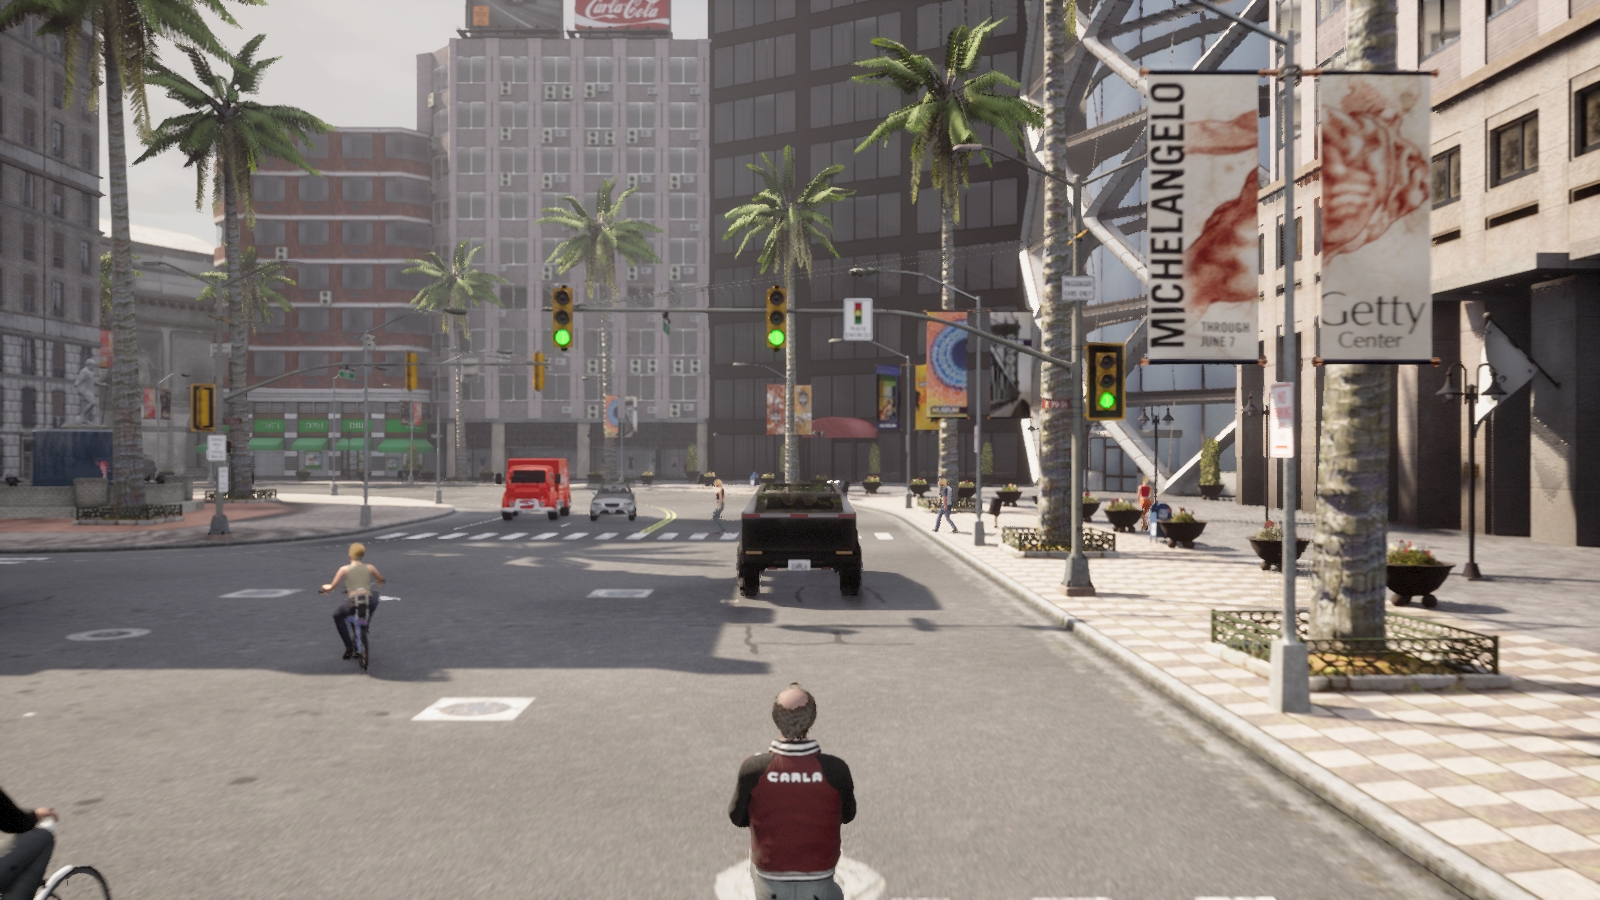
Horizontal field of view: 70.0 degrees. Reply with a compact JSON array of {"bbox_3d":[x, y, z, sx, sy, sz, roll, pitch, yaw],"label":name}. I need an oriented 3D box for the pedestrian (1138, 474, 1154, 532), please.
[{"bbox_3d":[11.250,1.704,37.130,0.375,1.860,0.375,0,0,-5],"label":"pedestrian"}]

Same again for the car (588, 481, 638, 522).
[{"bbox_3d":[-7.538,2.069,46.463,1.816,1.474,4.193,0,0,-7],"label":"car"}]

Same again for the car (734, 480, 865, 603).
[{"bbox_3d":[-0.014,1.755,24.025,2.390,2.098,6.274,0,0,0],"label":"car"}]

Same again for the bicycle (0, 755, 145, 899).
[{"bbox_3d":[-3.643,2.210,5.145,0.329,1.171,1.835,0,1,0],"label":"bicycle"}]

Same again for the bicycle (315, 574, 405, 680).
[{"bbox_3d":[-5.717,2.257,14.799,0.859,1.080,1.487,-2,1,-29],"label":"bicycle"}]

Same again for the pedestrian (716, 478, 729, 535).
[{"bbox_3d":[-2.552,1.851,37.492,0.375,1.860,0.375,0,0,5],"label":"pedestrian"}]

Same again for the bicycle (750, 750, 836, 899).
[{"bbox_3d":[-0.028,2.211,5.272,0.329,1.171,1.835,0,0,0],"label":"bicycle"}]

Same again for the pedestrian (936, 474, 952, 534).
[{"bbox_3d":[4.565,1.697,36.201,0.375,1.860,0.375,0,0,38],"label":"pedestrian"}]

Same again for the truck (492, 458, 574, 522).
[{"bbox_3d":[-10.900,1.571,47.123,2.627,2.467,5.204,0,0,-6],"label":"truck"}]
